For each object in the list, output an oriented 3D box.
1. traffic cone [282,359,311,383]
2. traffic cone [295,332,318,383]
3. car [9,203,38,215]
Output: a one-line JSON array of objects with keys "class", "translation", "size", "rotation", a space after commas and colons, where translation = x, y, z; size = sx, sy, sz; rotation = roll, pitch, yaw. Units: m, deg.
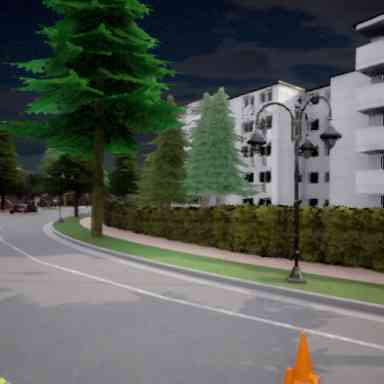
[{"class": "traffic cone", "translation": [0.955, 2.049, 3.314], "size": [0.340, 0.580, 0.340], "rotation": [0, -2, 27]}, {"class": "traffic cone", "translation": [1.402, 2.076, 4.207], "size": [0.340, 0.580, 0.340], "rotation": [0, -1, 27]}, {"class": "car", "translation": [-21.489, 2.130, 42.526], "size": [1.994, 1.385, 4.181], "rotation": [1, -1, 0]}]
